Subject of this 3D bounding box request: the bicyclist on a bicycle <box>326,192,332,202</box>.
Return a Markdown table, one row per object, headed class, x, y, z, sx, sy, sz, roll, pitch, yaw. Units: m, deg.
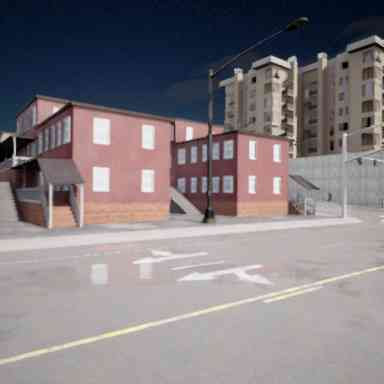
| class | x | y | z | sx | sy | sz | roll | pitch | yaw |
| --- | --- | --- | --- | --- | --- | --- | --- | --- | --- |
| bicyclist on a bicycle | 21.936 | 0.811 | 52.972 | 1.656 | 1.620 | 0.582 | 1 | 6 | -35 |
